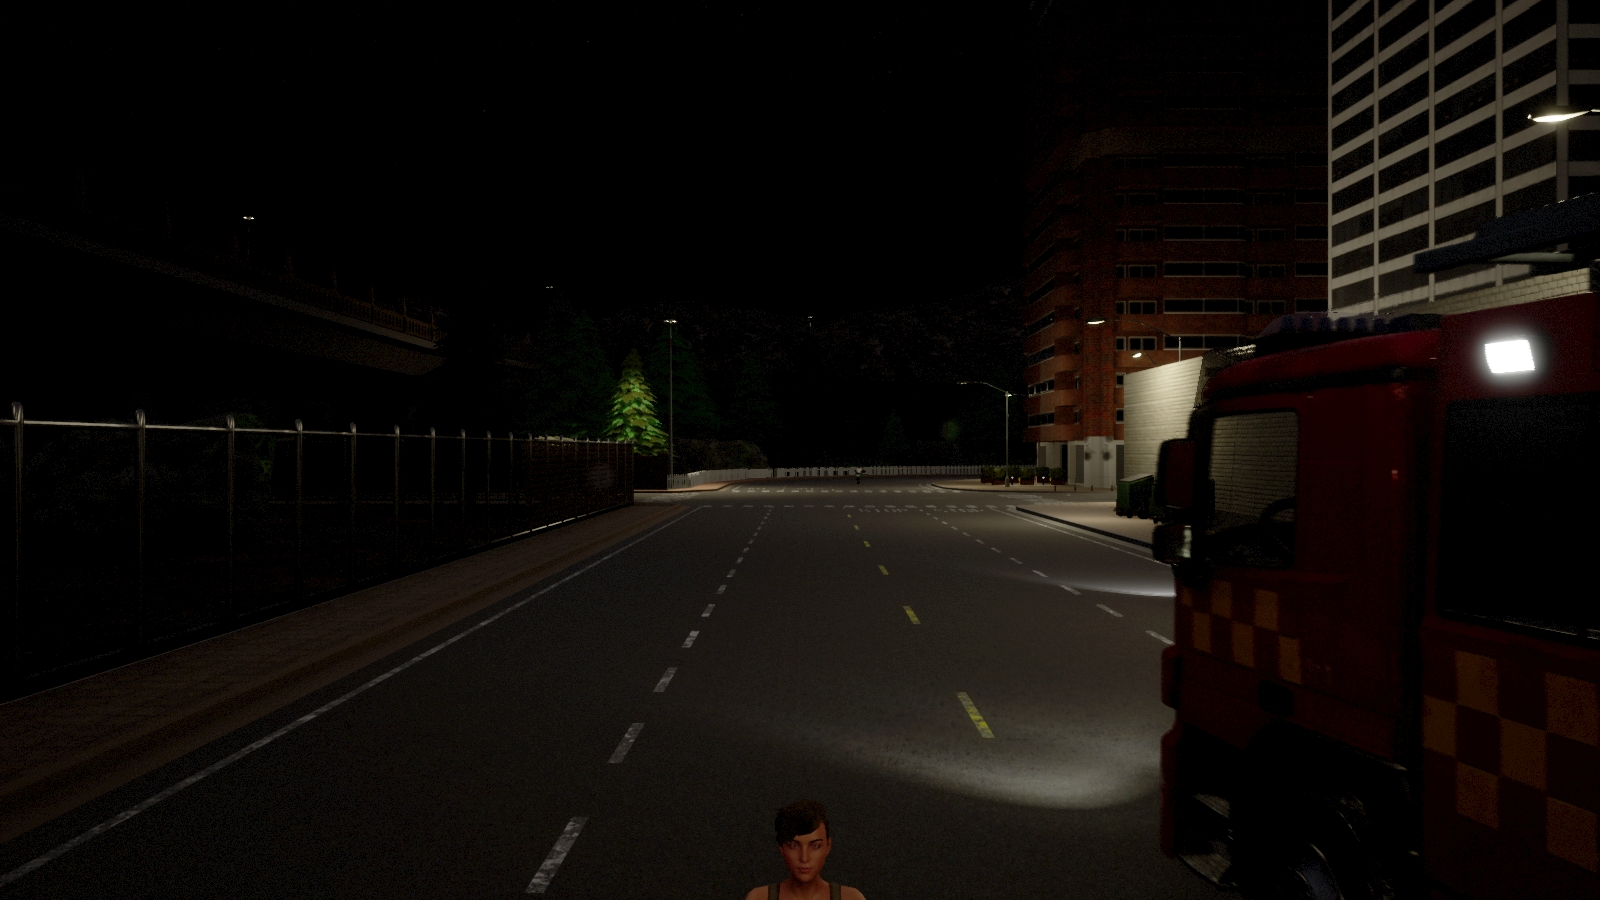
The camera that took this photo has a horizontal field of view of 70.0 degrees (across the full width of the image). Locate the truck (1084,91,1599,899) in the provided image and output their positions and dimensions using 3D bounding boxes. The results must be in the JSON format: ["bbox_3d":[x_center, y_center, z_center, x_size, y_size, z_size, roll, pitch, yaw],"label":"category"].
[{"bbox_3d":[3.878,0.835,3.354,2.891,3.827,8.468,0,0,-8],"label":"truck"}]

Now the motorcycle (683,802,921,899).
[{"bbox_3d":[0.006,2.099,3.507,0.764,1.307,2.356,0,0,0],"label":"motorcycle"}]
